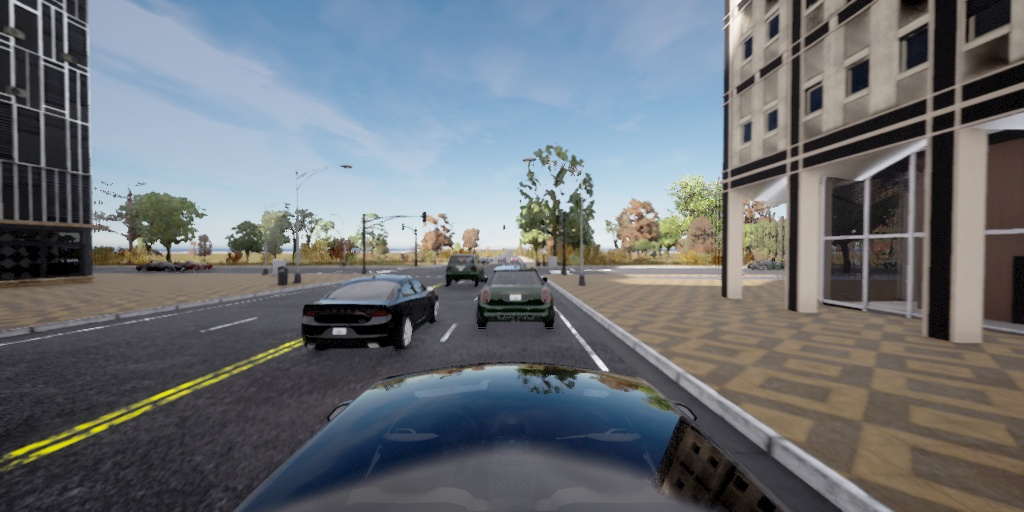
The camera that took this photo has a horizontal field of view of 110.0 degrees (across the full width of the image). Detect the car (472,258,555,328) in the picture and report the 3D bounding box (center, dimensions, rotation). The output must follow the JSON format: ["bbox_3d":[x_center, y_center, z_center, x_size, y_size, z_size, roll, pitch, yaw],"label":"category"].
[{"bbox_3d":[0.096,1.076,11.391,2.097,1.767,4.553,0,0,0],"label":"car"}]

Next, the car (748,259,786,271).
[{"bbox_3d":[31.567,1.119,44.186,4.181,1.385,1.994,0,1,3],"label":"car"}]

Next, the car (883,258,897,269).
[{"bbox_3d":[47.918,0.756,43.323,4.892,1.490,1.837,0,1,3],"label":"car"}]

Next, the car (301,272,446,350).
[{"bbox_3d":[-3.154,1.208,9.032,1.882,1.535,5.008,0,0,0],"label":"car"}]

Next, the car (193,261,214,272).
[{"bbox_3d":[-39.979,1.285,44.571,4.718,1.301,1.895,0,1,3],"label":"car"}]

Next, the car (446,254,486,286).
[{"bbox_3d":[-3.150,0.903,24.759,2.150,2.045,5.566,0,0,0],"label":"car"}]

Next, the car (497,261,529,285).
[{"bbox_3d":[0.094,1.169,26.214,2.128,1.511,4.902,0,0,0],"label":"car"}]

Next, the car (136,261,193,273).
[{"bbox_3d":[-40.180,1.344,41.318,4.718,1.301,1.895,0,1,3],"label":"car"}]
